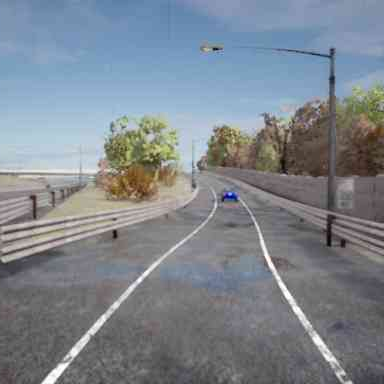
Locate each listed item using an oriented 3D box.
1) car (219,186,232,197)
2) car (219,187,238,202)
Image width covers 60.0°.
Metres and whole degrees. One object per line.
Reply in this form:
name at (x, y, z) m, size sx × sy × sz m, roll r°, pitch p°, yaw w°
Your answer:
car at (5.651, -0.183, 56.213) m, size 1.812 × 1.442 × 4.674 m, roll 0°, pitch 5°, yaw 2°
car at (5.078, 0.248, 45.768) m, size 2.150 × 2.045 × 5.566 m, roll 0°, pitch 4°, yaw 3°
